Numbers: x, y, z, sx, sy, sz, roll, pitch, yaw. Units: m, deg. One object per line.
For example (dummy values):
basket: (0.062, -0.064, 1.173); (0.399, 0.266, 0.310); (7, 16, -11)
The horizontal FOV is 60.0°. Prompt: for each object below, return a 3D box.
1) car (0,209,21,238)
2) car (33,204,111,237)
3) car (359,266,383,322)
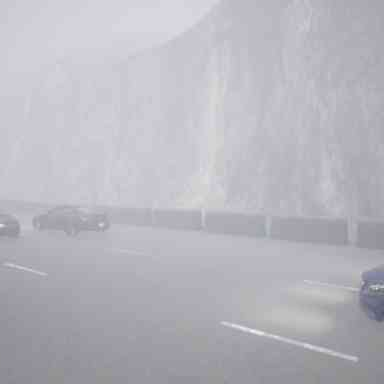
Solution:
car: (-9.554, 1.325, 14.909); (4.181, 1.385, 1.994); (1, 1, 35)
car: (-6.092, 1.316, 16.761); (4.674, 1.442, 1.812); (1, 1, 35)
car: (5.003, 1.541, 4.746); (4.674, 1.442, 1.812); (0, 0, 35)
